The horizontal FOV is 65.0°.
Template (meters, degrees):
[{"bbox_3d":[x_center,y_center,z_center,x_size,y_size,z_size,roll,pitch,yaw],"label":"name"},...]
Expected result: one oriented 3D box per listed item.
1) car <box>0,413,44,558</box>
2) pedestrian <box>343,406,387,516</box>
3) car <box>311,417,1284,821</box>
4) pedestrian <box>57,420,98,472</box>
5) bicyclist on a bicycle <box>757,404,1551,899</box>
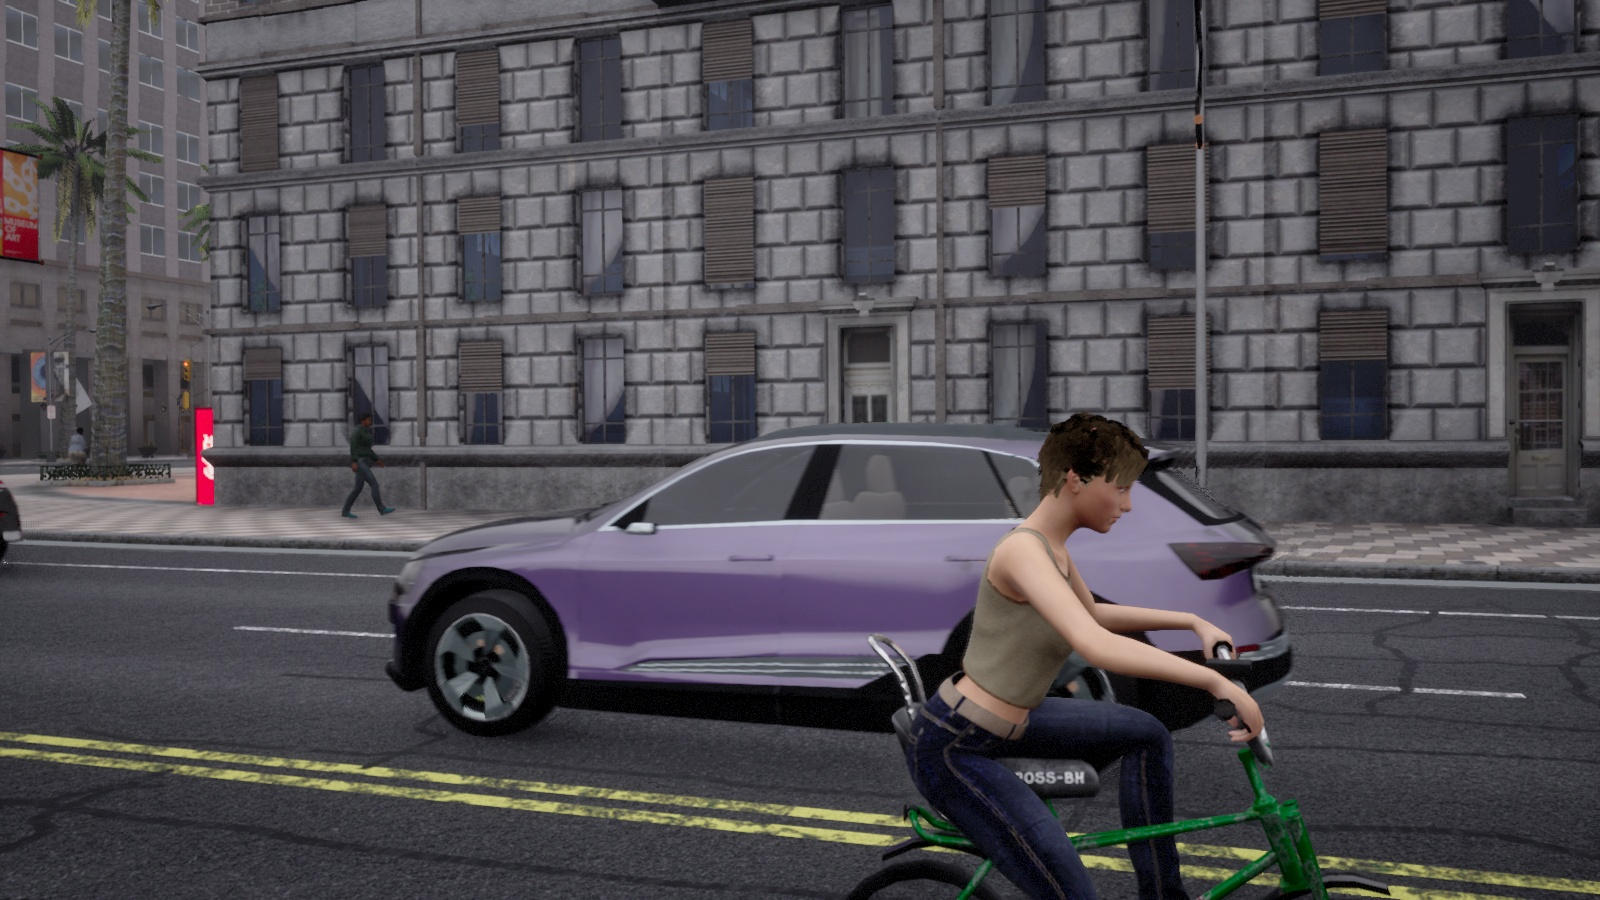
[{"bbox_3d":[-11.669,0.402,14.742,5.027,1.651,2.152,0,1,21],"label":"car"},{"bbox_3d":[-7.380,0.182,21.303,0.614,1.847,0.353,0,1,-1],"label":"pedestrian"},{"bbox_3d":[0.008,0.661,6.907,4.856,1.649,2.033,1,1,19],"label":"car"},{"bbox_3d":[-25.698,-0.144,44.688,0.874,1.855,0.900,0,1,11],"label":"pedestrian"},{"bbox_3d":[0.768,0.723,2.901,1.509,1.612,0.866,0,1,18],"label":"bicyclist on a bicycle"}]
